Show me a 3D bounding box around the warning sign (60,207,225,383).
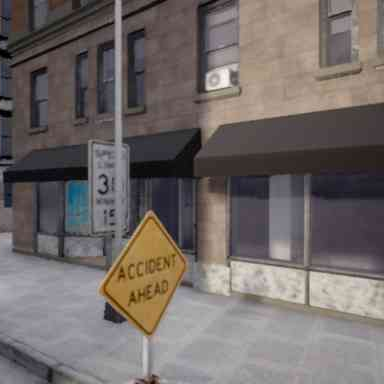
[{"bbox_3d":[-0.454,1.124,3.401,1.060,1.860,1.300,0,0,36],"label":"warning sign"}]
